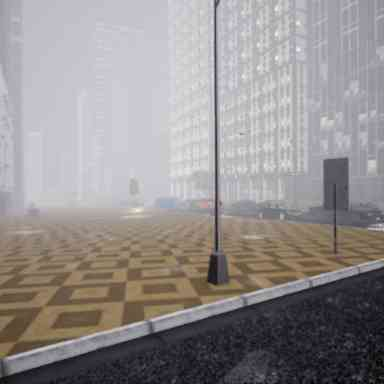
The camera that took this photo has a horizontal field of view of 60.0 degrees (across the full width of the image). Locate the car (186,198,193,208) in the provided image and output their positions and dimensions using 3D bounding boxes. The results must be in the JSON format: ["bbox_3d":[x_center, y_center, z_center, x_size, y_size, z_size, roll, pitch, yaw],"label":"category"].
[{"bbox_3d":[-0.319,1.822,54.672,1.837,1.490,4.892,-1,-1,-24],"label":"car"}]

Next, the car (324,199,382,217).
[{"bbox_3d":[14.418,1.403,30.000,2.008,1.369,4.403,-2,0,-26],"label":"car"}]

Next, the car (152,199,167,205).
[{"bbox_3d":[-7.427,2.225,75.664,1.802,1.307,4.206,-2,0,-26],"label":"car"}]

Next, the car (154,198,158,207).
[{"bbox_3d":[-4.964,1.782,57.352,2.097,1.767,4.553,-1,-1,-26],"label":"car"}]

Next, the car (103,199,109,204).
[{"bbox_3d":[-22.268,2.553,87.266,1.887,1.381,4.507,-2,0,-26],"label":"car"}]

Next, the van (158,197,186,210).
[{"bbox_3d":[-2.856,1.624,46.678,1.690,1.788,3.998,-2,0,-26],"label":"van"}]

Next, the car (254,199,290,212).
[{"bbox_3d":[9.564,1.587,40.148,1.947,1.339,4.313,-2,0,-26],"label":"car"}]

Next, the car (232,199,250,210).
[{"bbox_3d":[7.136,1.673,45.222,1.947,1.339,4.313,-2,0,-26],"label":"car"}]

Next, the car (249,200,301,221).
[{"bbox_3d":[6.860,1.491,26.382,2.008,1.369,4.403,-2,0,-26],"label":"car"}]

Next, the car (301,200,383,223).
[{"bbox_3d":[10.919,1.402,24.101,2.033,1.411,5.357,-1,-1,-28],"label":"car"}]

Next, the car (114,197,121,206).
[{"bbox_3d":[-14.987,2.276,72.046,1.887,1.381,4.507,-2,0,-26],"label":"car"}]

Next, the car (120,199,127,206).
[{"bbox_3d":[-12.487,2.162,66.819,1.752,1.417,4.829,-2,0,-26],"label":"car"}]

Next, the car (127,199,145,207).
[{"bbox_3d":[-10.132,2.099,61.898,2.008,1.369,4.403,-2,0,-26],"label":"car"}]

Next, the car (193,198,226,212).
[{"bbox_3d":[2.352,1.506,41.841,2.097,1.767,4.553,-1,-1,-26],"label":"car"}]

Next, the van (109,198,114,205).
[{"bbox_3d":[-17.420,2.164,77.120,1.690,1.788,3.998,-2,0,-26],"label":"van"}]

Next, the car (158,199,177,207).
[{"bbox_3d":[-4.773,2.081,63.908,1.895,1.301,4.718,-1,-1,-26],"label":"car"}]
